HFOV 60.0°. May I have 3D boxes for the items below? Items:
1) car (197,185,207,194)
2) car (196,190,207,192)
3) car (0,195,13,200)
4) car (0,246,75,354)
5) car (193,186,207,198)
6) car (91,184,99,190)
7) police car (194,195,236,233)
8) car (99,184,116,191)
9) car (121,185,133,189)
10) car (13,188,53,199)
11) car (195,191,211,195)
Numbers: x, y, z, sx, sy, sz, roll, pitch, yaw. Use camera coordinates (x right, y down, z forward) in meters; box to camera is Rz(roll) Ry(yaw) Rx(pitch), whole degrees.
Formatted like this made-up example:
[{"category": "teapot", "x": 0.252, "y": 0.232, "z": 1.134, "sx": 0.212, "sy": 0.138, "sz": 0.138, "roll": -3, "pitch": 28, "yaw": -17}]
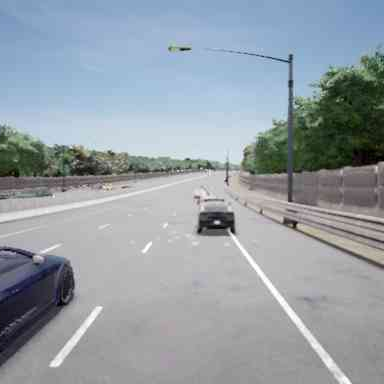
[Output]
[{"category": "car", "x": 2.014, "y": -0.558, "z": 67.885, "sx": 1.882, "sy": 1.535, "sz": 5.008, "roll": 0, "pitch": 3, "yaw": 4}, {"category": "car", "x": 1.584, "y": 0.871, "z": 33.899, "sx": 1.801, "sy": 1.575, "sz": 5.366, "roll": 0, "pitch": 2, "yaw": 2}, {"category": "car", "x": -20.564, "y": 0.909, "z": 33.177, "sx": 2.128, "sy": 1.511, "sz": 4.902, "roll": 0, "pitch": 1, "yaw": 2}, {"category": "car", "x": -3.372, "y": 1.493, "z": 5.084, "sx": 1.994, "sy": 1.385, "sz": 4.181, "roll": 0, "pitch": 1, "yaw": 0}, {"category": "car", "x": 1.329, "y": 0.189, "z": 53.925, "sx": 1.812, "sy": 1.442, "sz": 4.674, "roll": 0, "pitch": 2, "yaw": 3}, {"category": "car", "x": -21.905, "y": -1.102, "z": 77.146, "sx": 1.994, "sy": 1.385, "sz": 4.181, "roll": 0, "pitch": 3, "yaw": 4}, {"category": "police car", "x": 1.211, "y": 1.170, "z": 18.012, "sx": 1.930, "sy": 1.638, "sz": 5.238, "roll": 0, "pitch": 1, "yaw": 1}, {"category": "car", "x": -18.556, "y": -1.000, "z": 74.705, "sx": 1.882, "sy": 1.535, "sz": 5.008, "roll": 0, "pitch": 3, "yaw": 4}, {"category": "car", "x": -14.922, "y": -1.033, "z": 76.655, "sx": 1.895, "sy": 1.301, "sz": 4.718, "roll": 0, "pitch": 3, "yaw": 4}, {"category": "car", "x": -16.986, "y": 0.574, "z": 35.676, "sx": 2.150, "sy": 2.045, "sz": 5.566, "roll": 0, "pitch": 1, "yaw": 2}, {"category": "car", "x": 1.420, "y": 1.020, "z": 27.973, "sx": 1.801, "sy": 1.575, "sz": 5.366, "roll": 0, "pitch": 1, "yaw": 1}]
